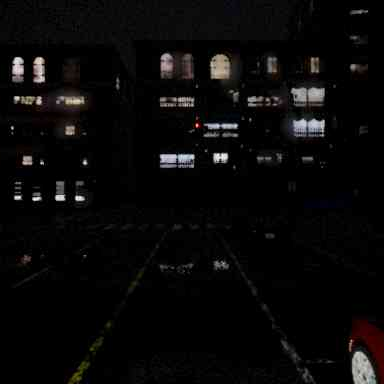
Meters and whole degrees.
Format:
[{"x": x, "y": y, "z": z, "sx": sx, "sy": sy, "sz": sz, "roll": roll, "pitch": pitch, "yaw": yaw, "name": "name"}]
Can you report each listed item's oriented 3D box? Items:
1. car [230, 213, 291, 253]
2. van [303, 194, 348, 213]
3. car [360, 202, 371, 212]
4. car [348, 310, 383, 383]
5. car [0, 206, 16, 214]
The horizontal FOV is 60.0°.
[{"x": 2.576, "y": 1.475, "z": 13.058, "sx": 1.947, "sy": 1.339, "sz": 4.313, "roll": 1, "pitch": 0, "yaw": 0, "name": "car"}, {"x": 13.087, "y": 1.069, "z": 32.629, "sx": 3.998, "sy": 1.788, "sz": 1.690, "roll": 0, "pitch": 0, "yaw": 0, "name": "van"}, {"x": 18.729, "y": 1.276, "z": 32.659, "sx": 4.206, "sy": 1.307, "sz": 1.802, "roll": 0, "pitch": 0, "yaw": 0, "name": "car"}, {"x": 2.574, "y": 1.530, "z": 1.931, "sx": 1.887, "sy": 1.381, "sz": 4.507, "roll": 1, "pitch": 0, "yaw": 0, "name": "car"}, {"x": -19.696, "y": 1.485, "z": 32.590, "sx": 4.403, "sy": 1.369, "sz": 2.008, "roll": 0, "pitch": 0, "yaw": 0, "name": "car"}]
